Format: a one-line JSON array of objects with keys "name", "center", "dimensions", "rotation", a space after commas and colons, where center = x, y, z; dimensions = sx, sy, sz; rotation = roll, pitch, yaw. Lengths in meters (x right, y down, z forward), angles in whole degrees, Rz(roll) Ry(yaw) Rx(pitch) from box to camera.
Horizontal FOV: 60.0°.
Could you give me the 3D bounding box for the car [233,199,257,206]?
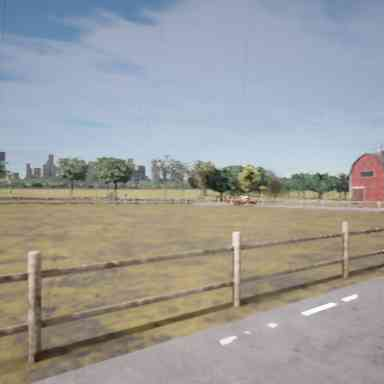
[{"name": "car", "center": [9.875, 1.956, 61.850], "dimensions": [1.895, 1.301, 4.718], "rotation": [-1, 0, -35]}]
